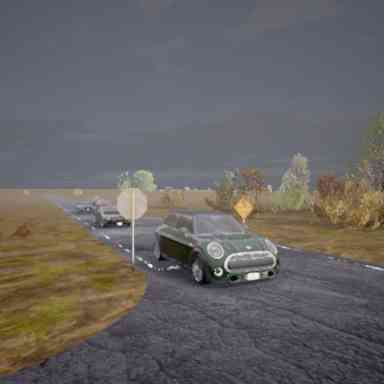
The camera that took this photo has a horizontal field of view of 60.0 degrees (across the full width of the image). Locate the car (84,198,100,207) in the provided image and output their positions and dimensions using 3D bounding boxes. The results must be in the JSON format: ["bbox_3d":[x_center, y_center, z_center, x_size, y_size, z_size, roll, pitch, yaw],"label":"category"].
[{"bbox_3d":[-15.882,1.647,52.625,1.895,1.301,4.718,0,0,-25],"label":"car"}]

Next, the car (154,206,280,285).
[{"bbox_3d":[0.477,1.352,9.694,2.097,1.767,4.553,0,0,-25],"label":"car"}]

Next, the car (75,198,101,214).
[{"bbox_3d":[-11.211,1.585,35.117,1.994,1.385,4.181,0,0,-24],"label":"car"}]

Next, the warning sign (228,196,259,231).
[{"bbox_3d":[2.842,1.138,18.308,1.300,1.860,1.060,0,0,-25],"label":"warning sign"}]

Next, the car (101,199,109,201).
[{"bbox_3d":[-11.665,1.602,43.575,1.994,1.385,4.181,0,0,-24],"label":"car"}]

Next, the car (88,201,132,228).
[{"bbox_3d":[-5.495,1.558,22.660,2.033,1.411,5.357,0,0,-25],"label":"car"}]
